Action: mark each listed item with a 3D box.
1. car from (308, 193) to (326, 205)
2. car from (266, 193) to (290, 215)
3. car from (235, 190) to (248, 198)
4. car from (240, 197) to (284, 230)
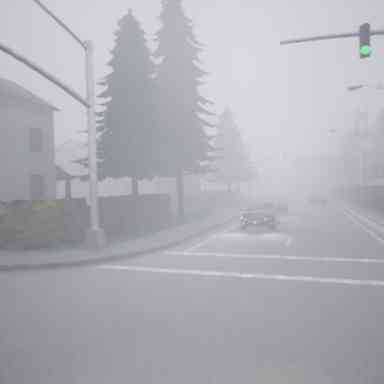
[{"bbox_3d":[15.755,0.867,41.923,1.994,1.385,4.181,-2,0,17],"label":"car"},{"bbox_3d":[7.578,1.116,29.414,1.882,1.535,5.008,-2,0,20],"label":"car"},{"bbox_3d":[10.052,0.464,75.857,3.866,1.878,1.905,-2,0,19],"label":"car"},{"bbox_3d":[4.083,1.301,19.576,1.837,1.490,4.892,-2,0,20],"label":"car"}]
